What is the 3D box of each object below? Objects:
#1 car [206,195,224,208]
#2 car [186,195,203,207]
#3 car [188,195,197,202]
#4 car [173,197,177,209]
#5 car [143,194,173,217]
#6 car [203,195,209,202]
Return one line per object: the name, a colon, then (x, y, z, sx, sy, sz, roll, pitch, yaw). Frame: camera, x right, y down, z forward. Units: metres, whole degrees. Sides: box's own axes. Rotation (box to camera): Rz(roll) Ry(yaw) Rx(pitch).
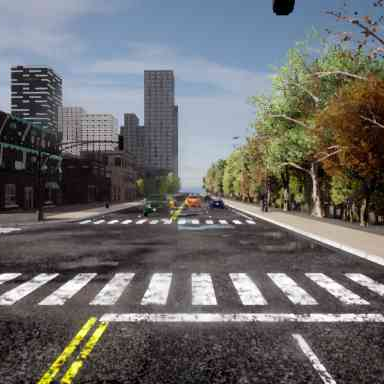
car: (3.418, 1.547, 46.667, 1.994, 1.385, 4.181, 0, 0, 0)
car: (0.173, 1.334, 49.889, 2.097, 1.767, 4.553, 0, 0, 0)
car: (0.119, 1.448, 72.852, 1.882, 1.535, 5.008, 0, 0, 0)
car: (-3.277, 1.463, 42.276, 1.882, 1.535, 5.008, 0, 0, 0)
car: (-3.296, 1.211, 32.094, 2.150, 2.045, 5.566, 0, 0, 0)
car: (3.376, 1.472, 71.451, 1.837, 1.490, 4.892, 0, 0, 0)
